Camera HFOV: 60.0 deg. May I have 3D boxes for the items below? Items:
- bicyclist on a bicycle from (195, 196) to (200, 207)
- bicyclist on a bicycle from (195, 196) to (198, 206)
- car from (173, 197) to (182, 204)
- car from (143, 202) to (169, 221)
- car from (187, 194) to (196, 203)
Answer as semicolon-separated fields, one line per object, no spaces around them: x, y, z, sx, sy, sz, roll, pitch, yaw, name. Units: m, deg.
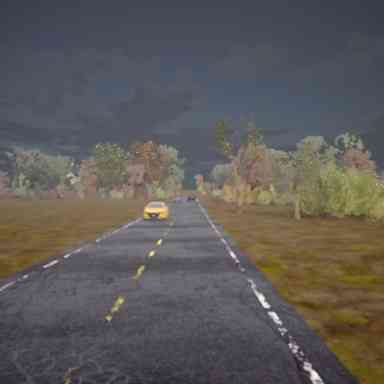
0.814;1.681;52.288;0.866;1.612;1.509;0;2;0;bicyclist on a bicycle
0.803;1.653;60.749;0.659;1.776;1.843;0;0;0;bicyclist on a bicycle
-3.025;1.779;69.572;1.882;1.535;5.008;0;0;0;car
-3.108;1.623;29.385;1.882;1.535;5.008;0;0;0;car
-0.029;1.462;79.511;2.150;2.045;5.566;0;0;0;car
